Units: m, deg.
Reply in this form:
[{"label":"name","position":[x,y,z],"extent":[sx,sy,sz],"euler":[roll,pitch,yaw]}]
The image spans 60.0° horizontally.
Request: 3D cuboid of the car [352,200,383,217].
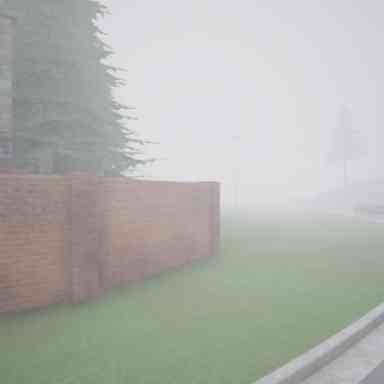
[{"label":"car","position":[17.264,1.530,32.241],"extent":[1.882,1.535,5.008],"euler":[0,0,3]}]
